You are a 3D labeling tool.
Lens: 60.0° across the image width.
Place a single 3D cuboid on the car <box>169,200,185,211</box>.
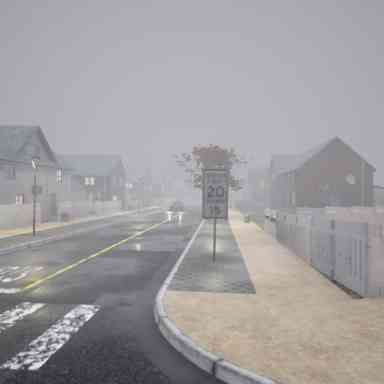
[{"bbox_3d":[-2.137,1.978,47.832,1.837,1.490,4.892,1,-1,5],"label":"car"}]
